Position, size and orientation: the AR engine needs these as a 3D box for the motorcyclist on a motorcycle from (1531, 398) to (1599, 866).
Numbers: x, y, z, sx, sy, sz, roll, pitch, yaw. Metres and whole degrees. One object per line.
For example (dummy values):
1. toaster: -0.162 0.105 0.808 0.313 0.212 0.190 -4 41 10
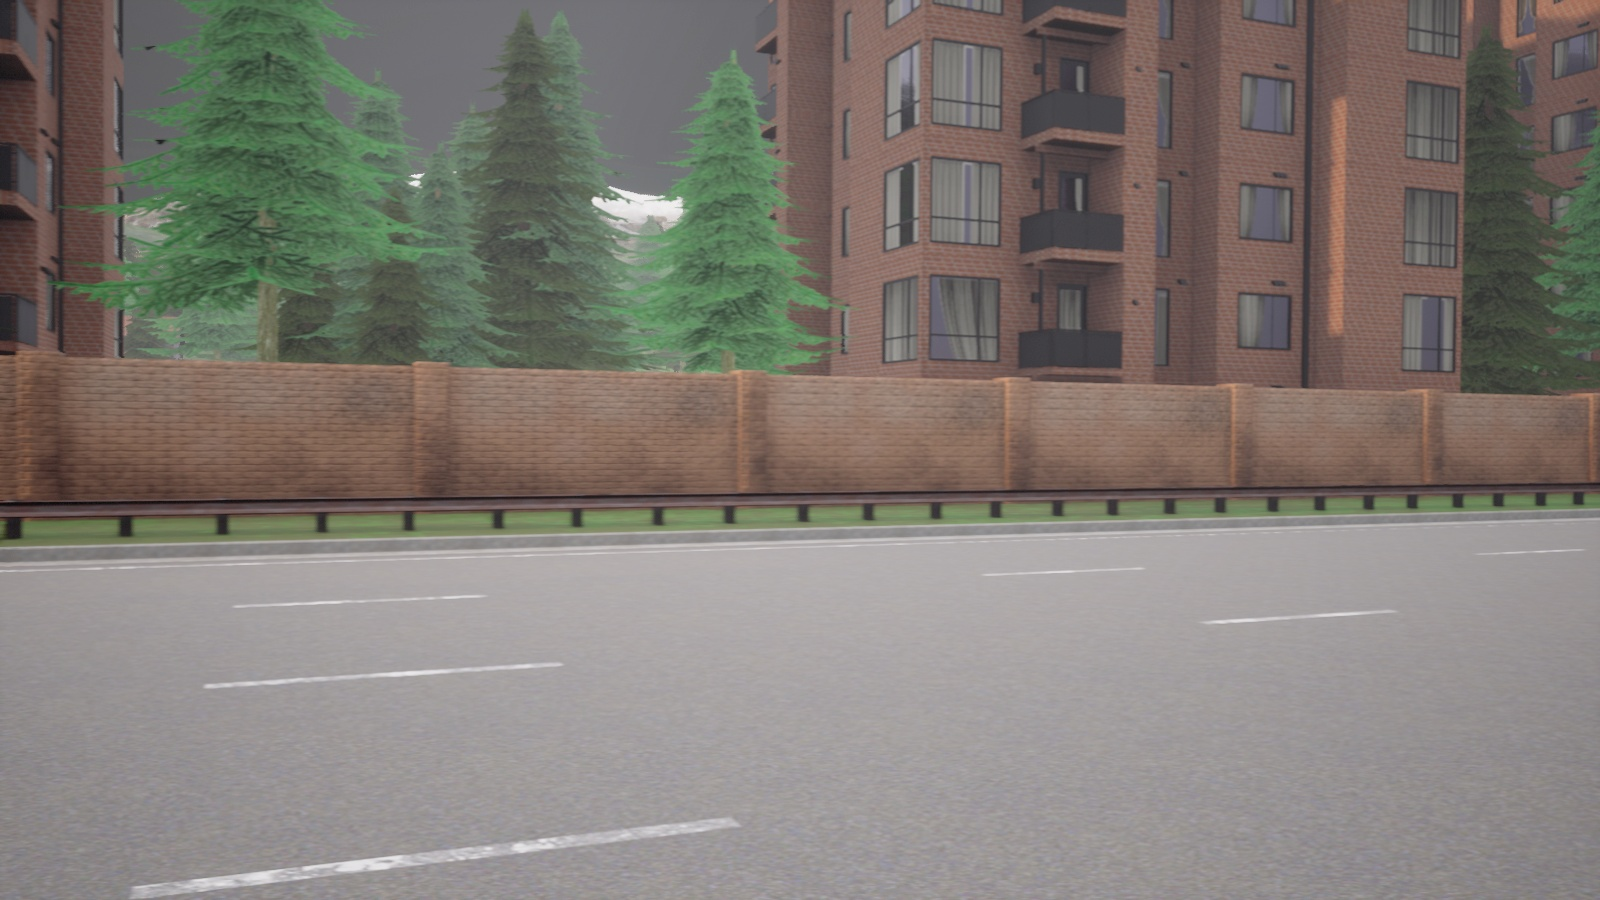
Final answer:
1. motorcyclist on a motorcycle: 3.940 0.618 4.739 2.350 1.649 0.766 -1 1 -22
